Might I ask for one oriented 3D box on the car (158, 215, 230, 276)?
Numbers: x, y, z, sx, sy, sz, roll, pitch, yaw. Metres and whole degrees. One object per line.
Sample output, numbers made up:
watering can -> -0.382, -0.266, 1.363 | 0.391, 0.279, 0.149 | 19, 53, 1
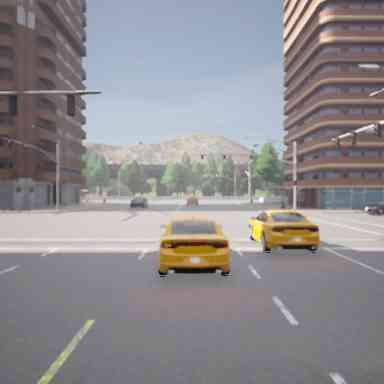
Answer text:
car -> -0.005, 1.463, 10.384 | 1.882, 1.535, 5.008 | 0, 0, -2

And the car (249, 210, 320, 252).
car -> 3.588, 1.459, 13.736 | 1.882, 1.535, 5.008 | 0, 0, 0

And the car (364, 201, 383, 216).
car -> 18.976, 1.449, 31.545 | 4.902, 1.511, 2.128 | 0, 0, 0

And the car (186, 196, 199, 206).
car -> 0.094, 1.403, 54.600 | 1.882, 1.535, 5.008 | 0, 0, 0

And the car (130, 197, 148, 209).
car -> -7.074, 1.416, 44.749 | 1.882, 1.535, 5.008 | 0, 0, 0
